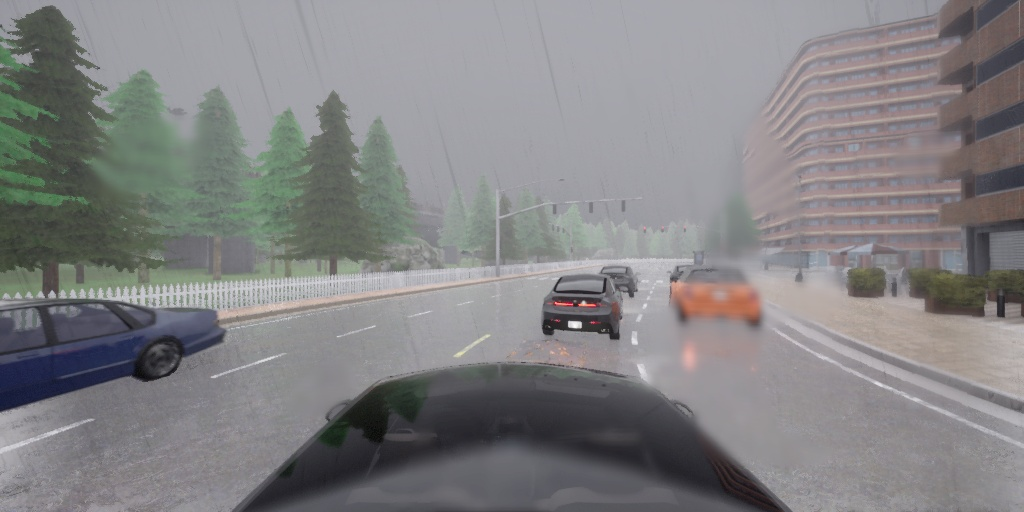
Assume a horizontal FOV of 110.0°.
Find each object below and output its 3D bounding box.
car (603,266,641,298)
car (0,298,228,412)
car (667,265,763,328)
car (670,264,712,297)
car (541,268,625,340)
[{"bbox_3d":[5.567,1.254,18.895,1.837,1.490,4.892,0,0,23],"label":"car"},{"bbox_3d":[-6.700,1.297,4.577,2.033,1.411,5.357,0,0,7],"label":"car"},{"bbox_3d":[6.454,1.103,11.800,2.097,1.767,4.553,0,0,21],"label":"car"},{"bbox_3d":[9.905,1.254,20.166,1.837,1.490,4.892,0,0,23],"label":"car"},{"bbox_3d":[2.129,1.254,10.132,1.837,1.490,4.892,0,0,18],"label":"car"}]
